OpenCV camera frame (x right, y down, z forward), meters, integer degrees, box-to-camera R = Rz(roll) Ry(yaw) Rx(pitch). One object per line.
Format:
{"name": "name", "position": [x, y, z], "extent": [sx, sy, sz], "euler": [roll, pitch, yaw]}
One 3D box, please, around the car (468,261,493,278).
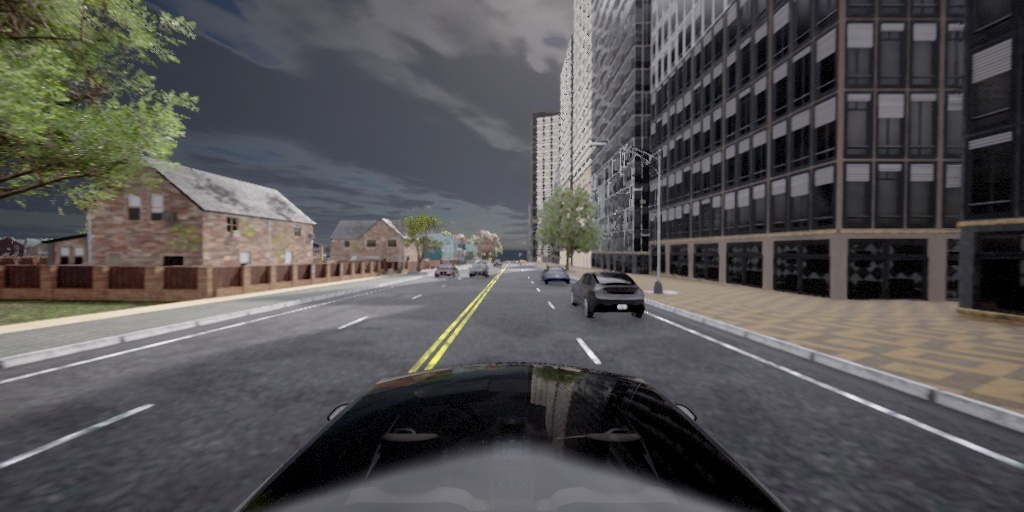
{"name": "car", "position": [-3.270, 1.451, 36.326], "extent": [1.837, 1.490, 4.892], "euler": [0, 0, 0]}

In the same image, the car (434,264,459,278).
{"name": "car", "position": [-6.521, 1.504, 36.110], "extent": [1.994, 1.385, 4.181], "euler": [0, 0, 0]}

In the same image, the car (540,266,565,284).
{"name": "car", "position": [3.400, 1.472, 28.984], "extent": [1.994, 1.385, 4.181], "euler": [0, 0, 0]}

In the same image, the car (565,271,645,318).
{"name": "car", "position": [3.364, 1.321, 13.344], "extent": [1.837, 1.490, 4.892], "euler": [0, 0, 0]}
